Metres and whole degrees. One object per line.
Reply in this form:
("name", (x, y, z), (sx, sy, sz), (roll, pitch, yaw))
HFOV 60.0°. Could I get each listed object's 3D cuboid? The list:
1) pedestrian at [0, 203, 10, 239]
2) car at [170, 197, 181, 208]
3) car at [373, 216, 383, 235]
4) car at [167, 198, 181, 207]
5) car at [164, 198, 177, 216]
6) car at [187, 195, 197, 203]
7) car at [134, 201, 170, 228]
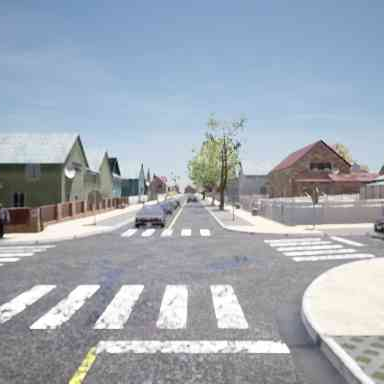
("pedestrian", (-9.697, 1.453, 16.923), (0.375, 1.860, 0.375), (0, 0, 0))
("car", (-2.855, 1.472, 43.118), (2.128, 1.511, 4.902), (0, 0, 0))
("car", (10.349, 1.212, 14.136), (4.892, 1.490, 1.837), (-2, -1, 0))
("car", (-2.829, 1.573, 53.123), (1.895, 1.301, 4.718), (0, 0, 0))
("car", (-2.858, 1.551, 32.785), (1.994, 1.385, 4.181), (0, 0, 0))
("car", (0.075, 1.313, 69.010), (2.097, 1.767, 4.553), (0, 1, 0))
("car", (-2.680, 1.539, 22.198), (2.033, 1.411, 5.357), (0, 0, -3))
